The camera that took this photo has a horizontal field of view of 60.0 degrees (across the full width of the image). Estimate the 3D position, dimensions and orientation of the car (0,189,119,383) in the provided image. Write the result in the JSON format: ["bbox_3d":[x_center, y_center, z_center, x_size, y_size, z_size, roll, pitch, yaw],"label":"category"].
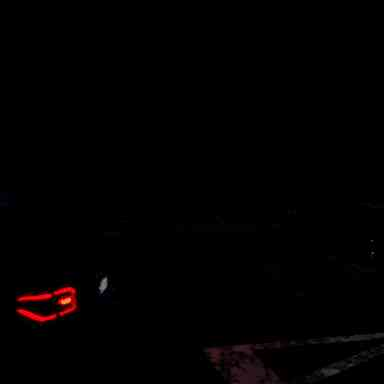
[{"bbox_3d":[-3.639,0.945,3.685,5.566,2.045,2.150,3,3,1],"label":"car"}]

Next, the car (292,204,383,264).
[{"bbox_3d":[5.172,1.081,10.401,2.163,1.488,4.792,-1,3,-20],"label":"car"}]
